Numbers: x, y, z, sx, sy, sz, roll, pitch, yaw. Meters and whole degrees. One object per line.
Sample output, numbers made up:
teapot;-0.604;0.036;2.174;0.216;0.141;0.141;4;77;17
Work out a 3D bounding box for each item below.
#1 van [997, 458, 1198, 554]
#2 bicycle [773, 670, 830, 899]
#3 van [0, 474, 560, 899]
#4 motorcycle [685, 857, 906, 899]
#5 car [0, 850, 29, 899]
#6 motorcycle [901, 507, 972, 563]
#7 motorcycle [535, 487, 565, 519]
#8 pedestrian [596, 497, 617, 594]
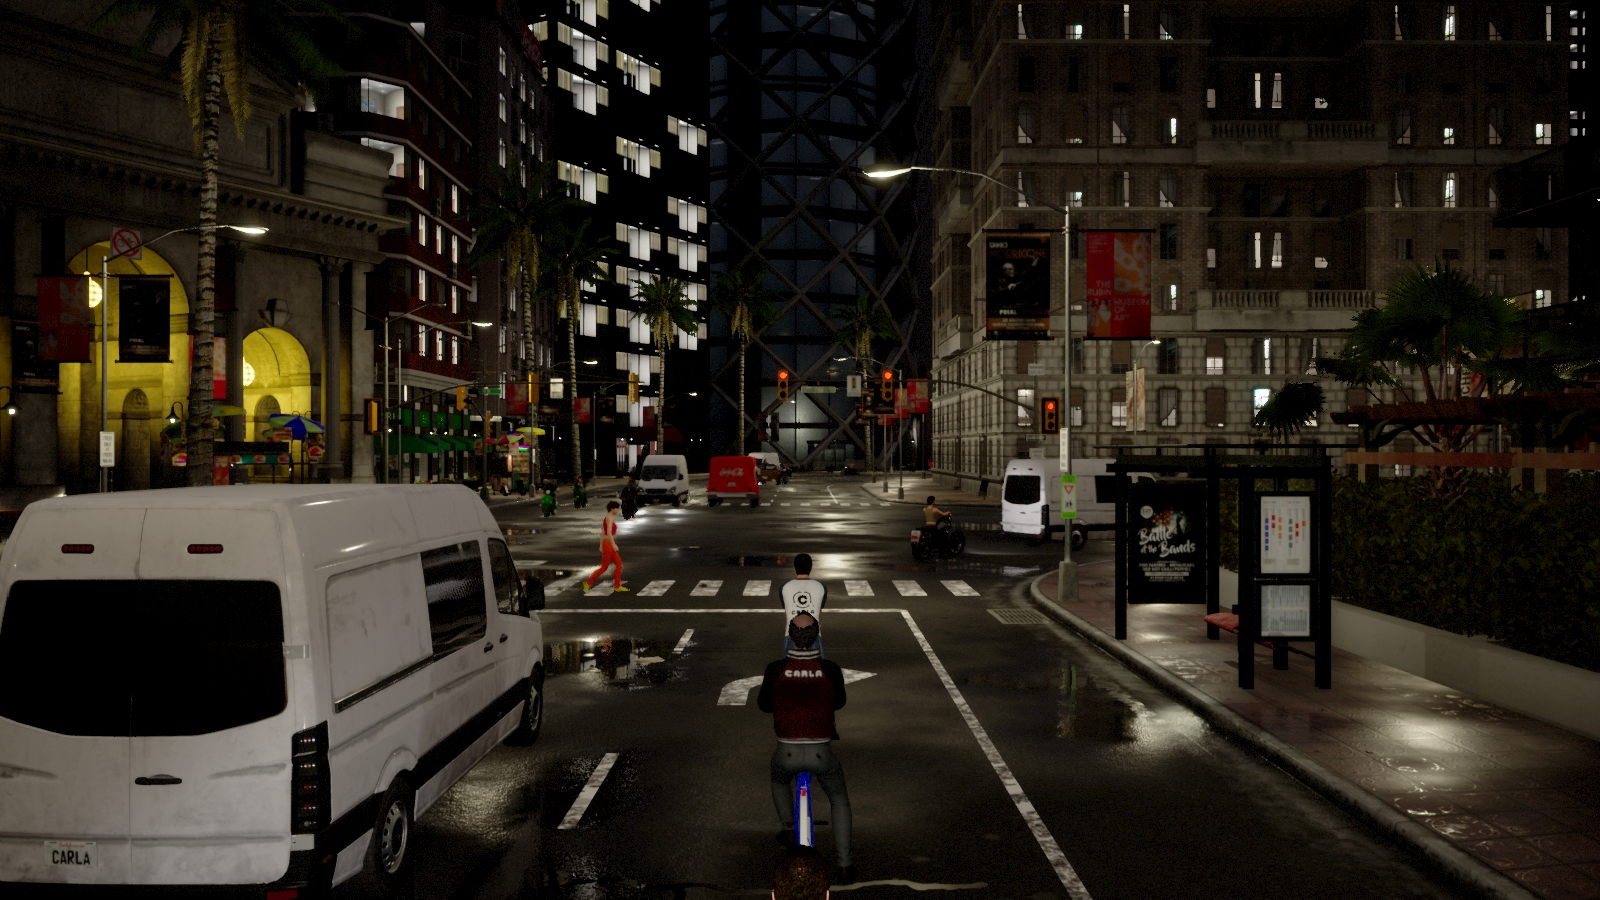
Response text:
van;8.718;1.535;33.336;5.915;2.561;1.988;0;0;-29
bicycle;0.008;2.210;7.501;0.329;1.171;1.835;0;0;0
van;-3.525;1.534;8.973;1.988;2.561;5.915;0;0;0
motorcycle;-0.018;2.213;3.585;0.803;1.145;2.033;0;0;0
car;-3.487;2.120;2.971;1.481;1.376;2.207;0;0;0
motorcycle;3.566;2.170;29.642;0.764;1.277;2.356;0;0;37
motorcycle;-10.336;2.182;47.310;0.856;1.236;1.805;0;0;0
pedestrian;-3.771;1.849;22.257;0.375;1.860;0.375;0;0;-16
